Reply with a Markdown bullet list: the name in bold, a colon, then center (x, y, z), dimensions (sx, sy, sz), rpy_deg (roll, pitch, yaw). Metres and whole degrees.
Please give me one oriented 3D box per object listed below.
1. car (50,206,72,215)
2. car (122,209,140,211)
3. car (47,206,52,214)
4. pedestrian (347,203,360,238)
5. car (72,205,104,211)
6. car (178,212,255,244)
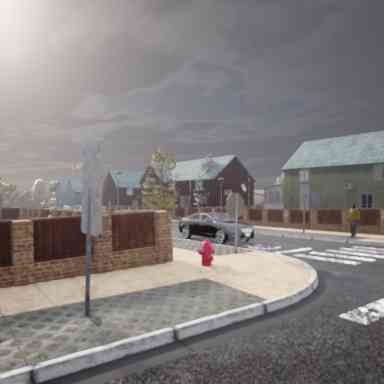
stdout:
- **car**: center (-15.668, 2.732, 41.028), dimensions (1.895, 1.301, 4.718), rpy_deg (2, -2, -35)
- **car**: center (-4.366, 2.083, 25.341), dimensions (2.128, 1.511, 4.902), rpy_deg (2, -3, -36)
- **car**: center (-23.529, 3.187, 56.861), dimensions (1.837, 1.490, 4.892), rpy_deg (2, -3, -36)
- **pedestrian**: center (8.508, 1.478, 17.553), dimensions (0.375, 1.860, 0.375), rpy_deg (0, 0, -36)
- **car**: center (-9.989, 2.211, 33.136), dimensions (2.097, 1.767, 4.553), rpy_deg (2, -2, -36)
- **car**: center (1.182, 1.822, 17.708), dimensions (2.128, 1.511, 4.902), rpy_deg (2, -3, -37)
